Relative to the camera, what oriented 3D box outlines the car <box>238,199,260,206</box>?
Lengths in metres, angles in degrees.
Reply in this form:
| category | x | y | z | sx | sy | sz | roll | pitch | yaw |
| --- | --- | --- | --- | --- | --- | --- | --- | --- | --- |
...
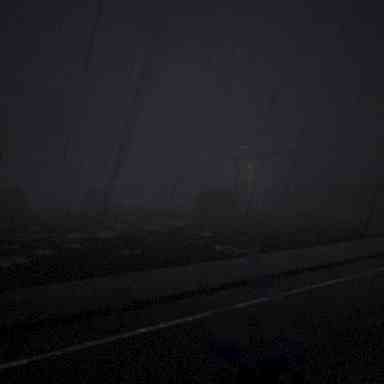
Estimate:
| category | x | y | z | sx | sy | sz | roll | pitch | yaw |
| --- | --- | --- | --- | --- | --- | --- | --- | --- | --- |
| car | 9.566 | 1.953 | 56.496 | 1.812 | 1.442 | 4.674 | 1 | 0 | -34 |
